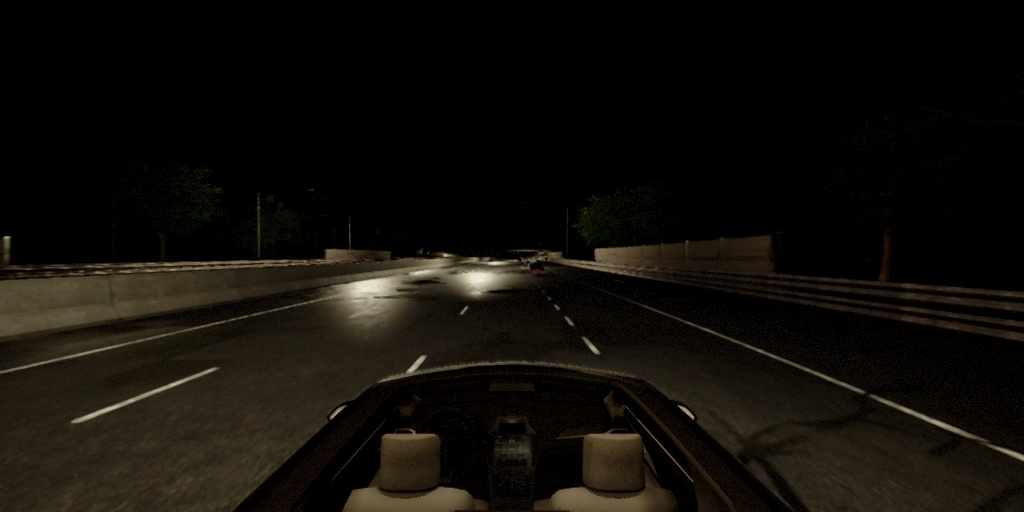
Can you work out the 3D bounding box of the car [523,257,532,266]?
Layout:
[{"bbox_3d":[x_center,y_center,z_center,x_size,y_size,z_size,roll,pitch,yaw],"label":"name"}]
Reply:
[{"bbox_3d":[3.498,1.169,62.849,2.128,1.511,4.902,0,0,0],"label":"car"}]

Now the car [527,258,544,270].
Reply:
[{"bbox_3d":[3.497,1.301,51.406,1.895,1.301,4.718,0,0,0],"label":"car"}]
